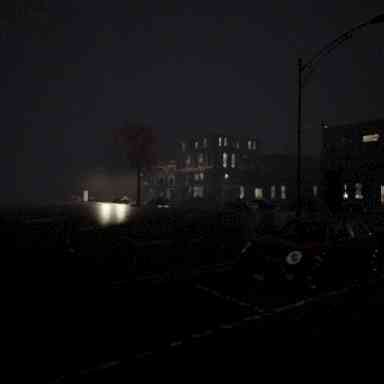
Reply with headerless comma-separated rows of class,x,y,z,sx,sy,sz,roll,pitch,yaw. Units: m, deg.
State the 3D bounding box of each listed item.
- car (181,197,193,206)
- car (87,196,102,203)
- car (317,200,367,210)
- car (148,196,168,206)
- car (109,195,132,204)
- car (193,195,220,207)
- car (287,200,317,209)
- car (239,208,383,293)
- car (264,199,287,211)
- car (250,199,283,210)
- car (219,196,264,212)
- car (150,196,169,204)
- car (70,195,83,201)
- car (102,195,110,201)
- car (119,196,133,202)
car,-0.316,1.557,58.871,1.967,1.590,4.097,0,0,-35
car,-23.048,1.732,76.883,1.947,1.339,4.313,0,0,-35
car,16.117,1.535,35.282,2.008,1.369,4.403,0,0,-35
car,-5.744,1.631,56.585,1.994,1.385,4.181,1,-1,-34
car,-13.470,1.612,63.053,1.752,1.417,4.829,0,0,-35
car,2.872,1.406,54.327,2.192,1.841,5.009,0,0,-35
car,12.996,1.575,39.789,1.947,1.339,4.313,0,0,-35
car,3.152,1.405,8.751,4.097,1.590,1.967,0,1,-35
car,7.765,1.481,36.977,1.812,1.442,4.674,1,-1,-35
car,9.875,1.617,44.294,1.802,1.307,4.206,0,0,-35
car,5.292,1.371,35.741,1.967,1.590,4.097,0,0,-35
car,-6.678,1.609,67.967,1.967,1.590,4.097,0,0,-35
car,-29.273,1.744,85.870,1.752,1.417,4.829,0,0,-35
car,-22.481,1.616,90.784,2.192,1.841,5.009,0,0,-35
car,-16.257,1.774,81.796,1.752,1.417,4.829,0,0,-35
